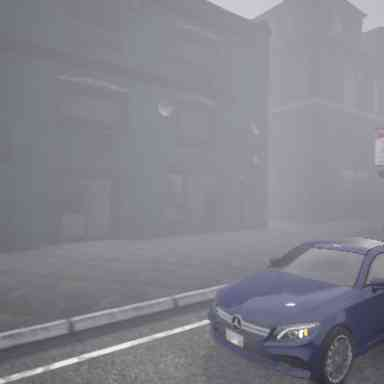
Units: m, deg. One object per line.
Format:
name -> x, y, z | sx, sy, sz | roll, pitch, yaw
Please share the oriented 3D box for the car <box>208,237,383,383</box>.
car -> 2.410, 1.522, 5.423 | 4.674, 1.442, 1.812 | 0, 0, -36
